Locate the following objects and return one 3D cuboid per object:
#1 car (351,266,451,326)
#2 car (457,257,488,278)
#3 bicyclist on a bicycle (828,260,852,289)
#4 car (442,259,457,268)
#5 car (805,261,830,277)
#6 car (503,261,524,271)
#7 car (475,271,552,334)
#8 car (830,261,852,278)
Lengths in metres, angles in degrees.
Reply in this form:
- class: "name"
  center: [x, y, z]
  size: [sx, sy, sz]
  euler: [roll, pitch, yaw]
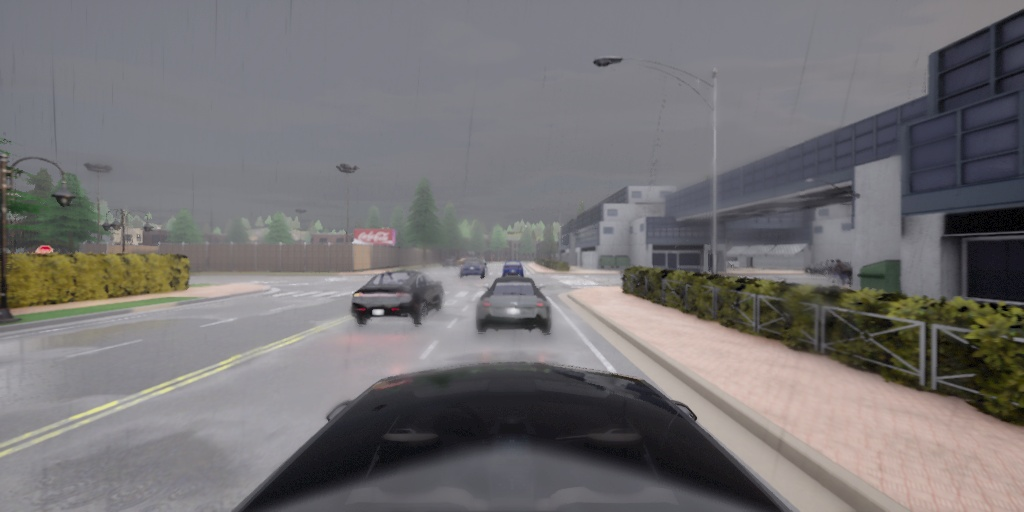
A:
- class: "car"
  center: [-3.450, 1.229, 11.618]
  size: [2.128, 1.511, 4.902]
  euler: [0, 0, 0]
- class: "car"
  center: [-3.399, 1.065, 32.735]
  size: [2.097, 1.767, 4.553]
  euler: [0, 0, 0]
- class: "bicyclist on a bicycle"
  center: [18.310, 1.033, 19.942]
  size: [0.582, 1.620, 1.656]
  euler: [0, 0, 0]
- class: "car"
  center: [-10.335, 1.245, 59.528]
  size: [1.994, 1.385, 4.181]
  euler: [0, 0, 1]
- class: "car"
  center: [31.369, 1.217, 34.914]
  size: [4.892, 1.490, 1.837]
  euler: [0, 0, 0]
- class: "car"
  center: [0.115, 1.188, 34.568]
  size: [1.882, 1.535, 5.008]
  euler: [0, 0, 0]
- class: "car"
  center: [0.061, 1.304, 10.655]
  size: [1.994, 1.385, 4.181]
  euler: [0, 0, 1]
- class: "car"
  center: [31.032, 1.280, 31.414]
  size: [4.181, 1.385, 1.994]
  euler: [0, 0, 0]
